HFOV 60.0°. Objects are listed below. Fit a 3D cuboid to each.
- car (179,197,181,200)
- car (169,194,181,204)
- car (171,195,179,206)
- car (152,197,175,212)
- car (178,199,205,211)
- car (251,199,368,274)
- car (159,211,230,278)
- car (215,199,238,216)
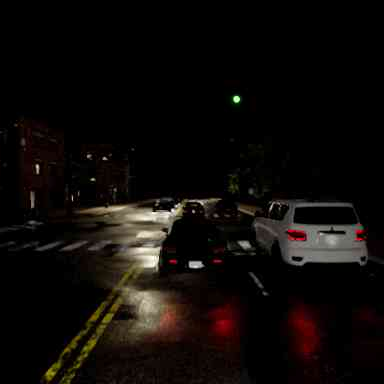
[{"bbox_3d":[-3.323,1.557,56.322,1.994,1.385,4.181,0,0,0],"label":"car"},{"bbox_3d":[-3.341,1.345,66.444,2.097,1.767,4.553,0,0,0],"label":"car"},{"bbox_3d":[-3.365,1.485,46.861,2.128,1.511,4.902,0,0,0],"label":"car"},{"bbox_3d":[-3.353,1.558,38.081,1.994,1.385,4.181,0,0,0],"label":"car"},{"bbox_3d":[0.109,1.542,27.932,2.033,1.411,5.357,0,0,0],"label":"car"},{"bbox_3d":[3.358,1.219,10.649,2.150,2.045,5.566,0,0,0],"label":"car"},{"bbox_3d":[0.038,1.524,10.034,1.812,1.442,4.674,0,0,-1],"label":"car"},{"bbox_3d":[3.348,1.472,33.140,1.882,1.535,5.008,0,0,0],"label":"car"}]
